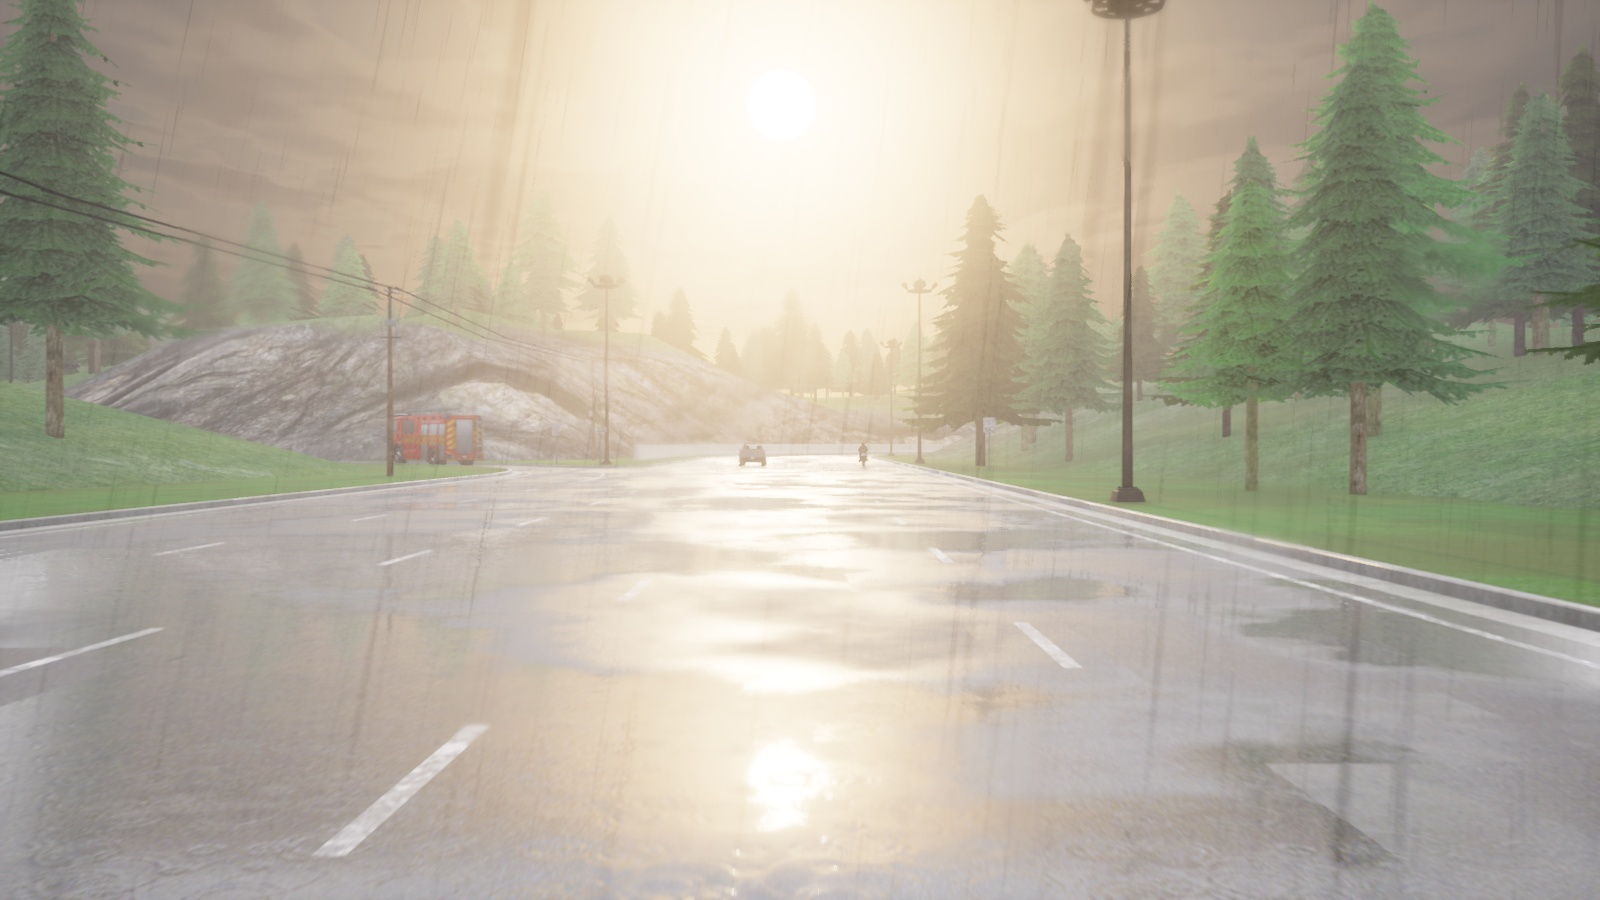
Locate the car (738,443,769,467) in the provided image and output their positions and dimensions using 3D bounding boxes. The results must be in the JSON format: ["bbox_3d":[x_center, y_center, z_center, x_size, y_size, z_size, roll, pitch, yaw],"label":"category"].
[{"bbox_3d":[-3.021,0.298,81.618,1.845,1.501,3.633,0,0,0],"label":"car"}]

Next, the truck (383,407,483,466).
[{"bbox_3d":[-25.080,-0.920,85.429,2.891,3.827,8.468,0,0,-44],"label":"truck"}]
